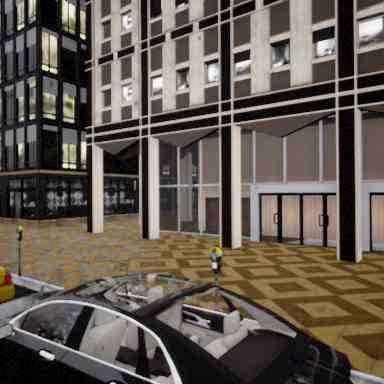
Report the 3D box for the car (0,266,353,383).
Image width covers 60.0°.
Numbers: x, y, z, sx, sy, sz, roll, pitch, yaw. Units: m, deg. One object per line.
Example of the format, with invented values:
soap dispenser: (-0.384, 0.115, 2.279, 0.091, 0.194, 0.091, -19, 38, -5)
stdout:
car: (-0.730, 1.553, 3.402, 4.403, 1.369, 2.008, 0, 0, 36)
